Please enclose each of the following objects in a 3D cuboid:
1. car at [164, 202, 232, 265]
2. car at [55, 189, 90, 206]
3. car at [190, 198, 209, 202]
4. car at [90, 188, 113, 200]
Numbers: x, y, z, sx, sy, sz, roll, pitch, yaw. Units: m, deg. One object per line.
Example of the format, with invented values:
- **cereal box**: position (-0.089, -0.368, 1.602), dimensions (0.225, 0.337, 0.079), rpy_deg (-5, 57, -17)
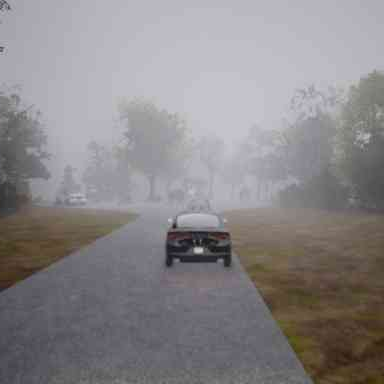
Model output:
- **car**: position (0.181, 1.321, 11.050), dimensions (1.882, 1.535, 5.008), rpy_deg (0, 1, 0)
- **car**: position (-15.491, 0.622, 42.310), dimensions (2.150, 2.045, 5.566), rpy_deg (-1, 1, -42)
- **car**: position (0.611, 1.175, 26.351), dimensions (2.033, 1.411, 5.357), rpy_deg (0, 1, 5)
- **car**: position (-16.785, 0.376, 59.703), dimensions (2.150, 2.045, 5.566), rpy_deg (1, 1, 36)
